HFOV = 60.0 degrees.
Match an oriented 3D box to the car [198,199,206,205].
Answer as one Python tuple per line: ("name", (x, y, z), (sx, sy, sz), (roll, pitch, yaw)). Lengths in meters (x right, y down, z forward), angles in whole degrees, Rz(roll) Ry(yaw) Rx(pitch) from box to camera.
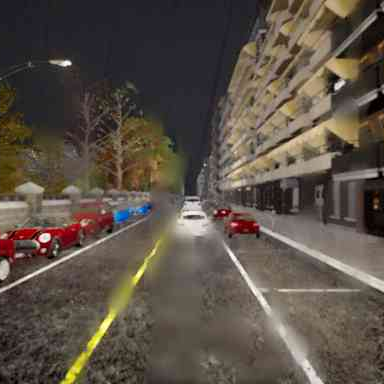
("car", (2.656, 2.523, 86.132), (1.947, 1.339, 4.313), (0, -1, 0))

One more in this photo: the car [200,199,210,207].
("car", (2.664, 2.283, 69.411), (1.752, 1.417, 4.829), (0, -1, 0))

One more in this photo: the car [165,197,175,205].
("car", (-5.724, 2.276, 86.132), (2.192, 1.841, 5.009), (0, -1, 0))

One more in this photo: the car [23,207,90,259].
("car", (-5.694, 1.574, 12.938), (1.967, 1.590, 4.097), (0, -1, 0))

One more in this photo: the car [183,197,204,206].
("car", (0.085, 1.679, 42.875), (2.150, 2.045, 5.566), (0, -1, 0))

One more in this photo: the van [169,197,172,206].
("van", (-5.717, 2.100, 69.239), (1.690, 1.788, 3.998), (0, -1, 0))

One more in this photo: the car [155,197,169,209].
("car", (-5.712, 1.943, 57.980), (2.192, 1.841, 5.009), (0, -1, 0))

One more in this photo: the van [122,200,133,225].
("van", (-5.699, 1.597, 24.200), (1.690, 1.788, 3.998), (0, -1, 0))

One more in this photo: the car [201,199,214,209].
("car", (2.668, 2.064, 57.982), (1.967, 1.590, 4.097), (0, -1, 0))

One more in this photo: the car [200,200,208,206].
("car", (2.661, 2.404, 74.871), (1.802, 1.307, 4.206), (0, -1, 0))

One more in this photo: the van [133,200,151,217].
("van", (-5.704, 1.719, 35.460), (1.690, 1.788, 3.998), (0, -1, 0))

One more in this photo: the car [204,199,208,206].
("car", (2.672, 2.063, 46.722), (1.947, 1.339, 4.313), (0, -1, 0))

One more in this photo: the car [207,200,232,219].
("car", (2.679, 1.753, 29.833), (1.967, 1.590, 4.097), (0, -1, 0))

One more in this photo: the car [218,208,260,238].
("car", (2.684, 1.773, 18.570), (1.802, 1.307, 4.206), (0, -1, 0))

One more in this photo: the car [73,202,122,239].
("car", (-5.697, 1.510, 18.570), (2.192, 1.841, 5.009), (0, -1, 0))

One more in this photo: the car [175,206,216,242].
("car", (0.091, 1.706, 17.446), (1.812, 1.442, 4.674), (0, 0, 0))

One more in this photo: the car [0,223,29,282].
("car", (-5.692, 1.619, 7.309), (1.887, 1.381, 4.507), (0, -1, 0))

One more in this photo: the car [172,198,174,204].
("car", (-5.719, 2.408, 74.867), (1.802, 1.307, 4.206), (0, -1, 0))

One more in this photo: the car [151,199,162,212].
("car", (-5.708, 2.067, 46.718), (1.947, 1.339, 4.313), (0, -1, 0))

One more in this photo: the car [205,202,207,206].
("car", (2.677, 1.956, 35.461), (1.802, 1.307, 4.206), (0, -1, 0))
